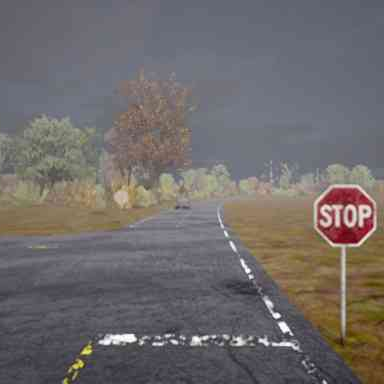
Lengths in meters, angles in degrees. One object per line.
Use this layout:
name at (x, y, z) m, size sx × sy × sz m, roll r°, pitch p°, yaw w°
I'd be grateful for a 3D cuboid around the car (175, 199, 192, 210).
car at (-1.066, 1.550, 43.146) m, size 2.033 × 1.411 × 5.357 m, roll 0°, pitch 0°, yaw 5°
